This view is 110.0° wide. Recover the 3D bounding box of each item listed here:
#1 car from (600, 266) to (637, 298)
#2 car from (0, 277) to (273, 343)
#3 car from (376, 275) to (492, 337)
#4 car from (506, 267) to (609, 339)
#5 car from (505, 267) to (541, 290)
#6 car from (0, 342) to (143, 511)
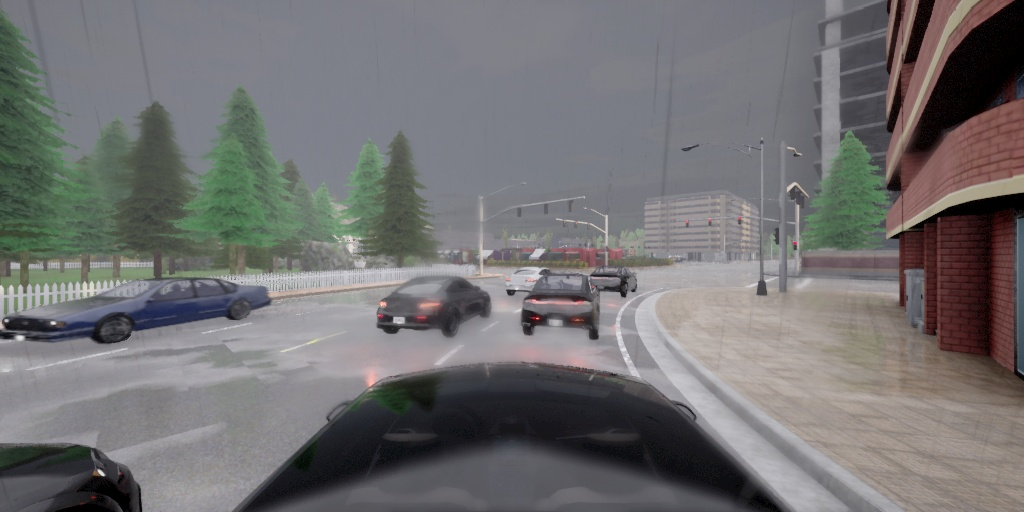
[{"bbox_3d":[5.320,1.242,18.788,2.128,1.511,4.902,0,0,28],"label":"car"},{"bbox_3d":[-9.517,1.298,9.939,2.033,1.411,5.357,0,0,12],"label":"car"},{"bbox_3d":[-1.999,1.276,10.294,1.812,1.442,4.674,0,0,13],"label":"car"},{"bbox_3d":[1.549,1.242,10.167,2.128,1.511,4.902,0,0,14],"label":"car"},{"bbox_3d":[1.243,1.276,18.796,1.812,1.442,4.674,0,0,26],"label":"car"},{"bbox_3d":[-3.170,1.314,0.387,1.994,1.385,4.181,0,0,-2],"label":"car"}]
